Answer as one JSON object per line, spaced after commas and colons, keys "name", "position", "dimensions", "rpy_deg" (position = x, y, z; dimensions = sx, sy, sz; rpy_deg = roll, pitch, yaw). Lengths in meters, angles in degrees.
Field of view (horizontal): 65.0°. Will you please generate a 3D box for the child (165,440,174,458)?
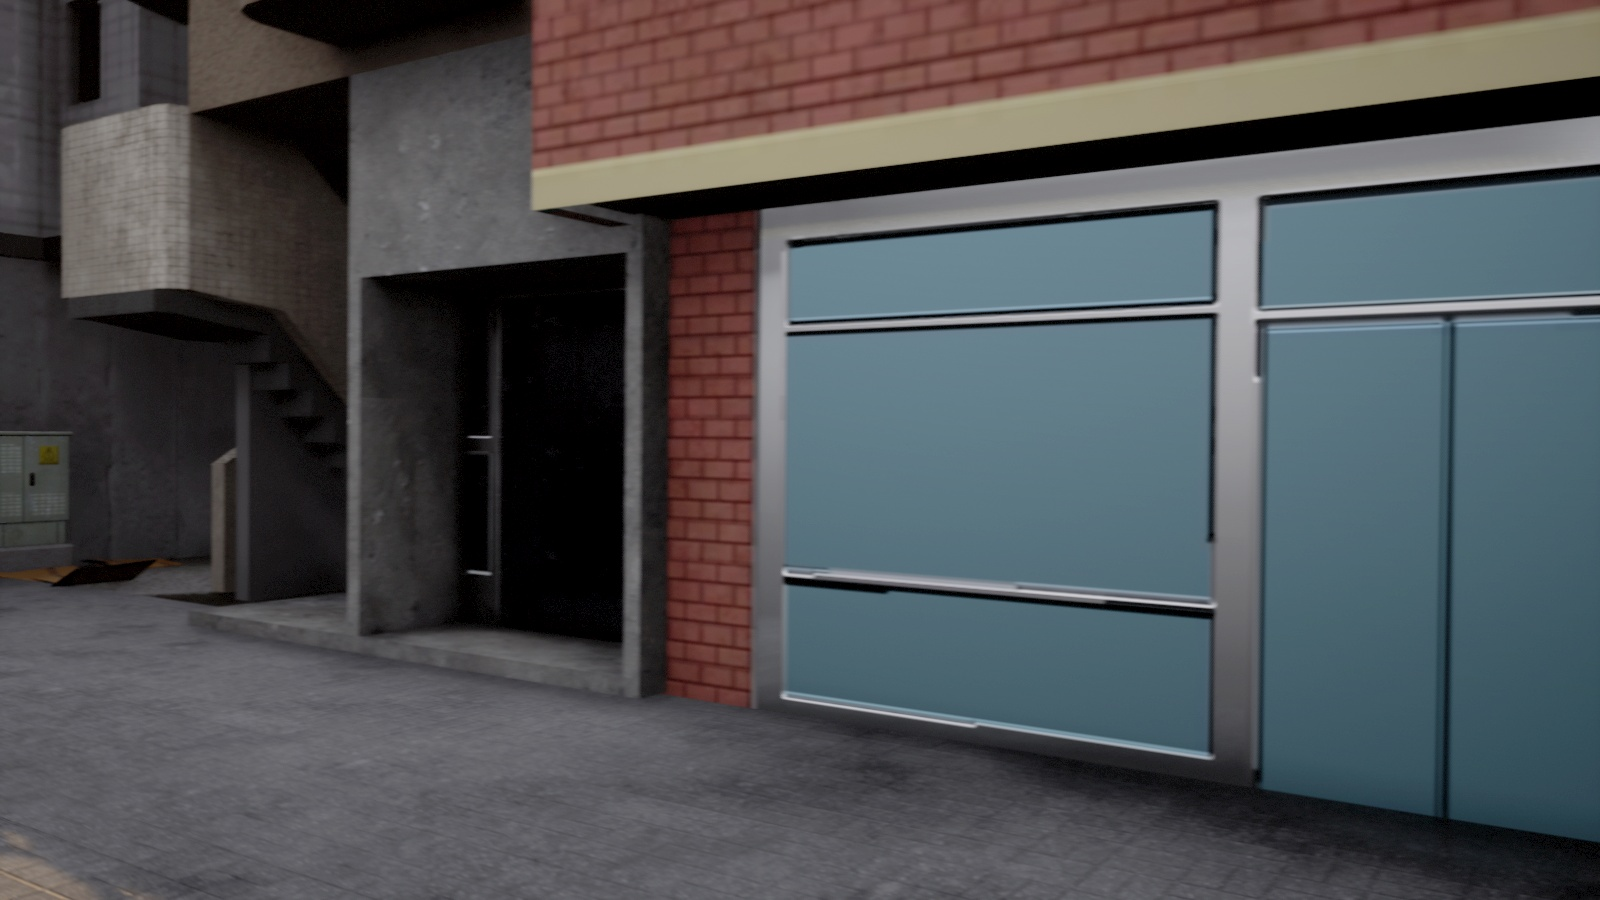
{"name": "child", "position": [-43.158, -0.061, 85.975], "dimensions": [0.270, 1.263, 0.437], "rpy_deg": [0, 1, 42]}
